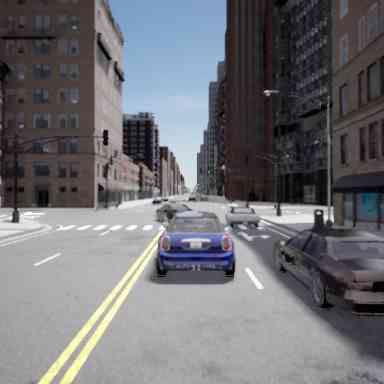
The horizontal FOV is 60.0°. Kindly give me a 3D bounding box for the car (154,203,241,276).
[{"bbox_3d":[0.102,1.382,10.560,2.097,1.767,4.553,0,0,0],"label":"car"}]

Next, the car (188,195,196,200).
[{"bbox_3d":[0.009,1.732,88.115,1.882,1.535,5.008,0,0,0],"label":"car"}]

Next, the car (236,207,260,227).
[{"bbox_3d":[3.373,1.667,23.057,1.895,1.301,4.718,0,0,1],"label":"car"}]

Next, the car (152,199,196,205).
[{"bbox_3d":[-1.477,1.551,25.497,1.882,1.535,5.008,1,0,-20],"label":"car"}]

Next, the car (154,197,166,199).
[{"bbox_3d":[-6.520,1.787,63.234,1.895,1.301,4.718,0,0,1],"label":"car"}]

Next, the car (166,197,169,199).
[{"bbox_3d":[-6.492,1.826,78.630,1.895,1.301,4.718,0,0,0],"label":"car"}]

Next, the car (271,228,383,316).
[{"bbox_3d":[3.350,1.570,7.831,2.033,1.411,5.357,0,0,0],"label":"car"}]

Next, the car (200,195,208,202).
[{"bbox_3d":[3.259,1.779,88.115,2.128,1.511,4.902,0,0,0],"label":"car"}]
